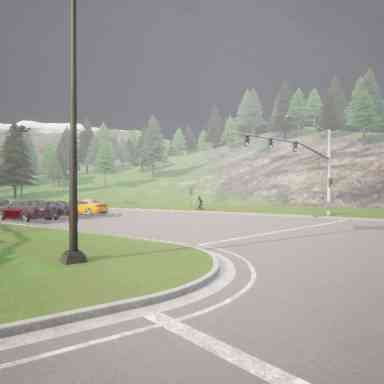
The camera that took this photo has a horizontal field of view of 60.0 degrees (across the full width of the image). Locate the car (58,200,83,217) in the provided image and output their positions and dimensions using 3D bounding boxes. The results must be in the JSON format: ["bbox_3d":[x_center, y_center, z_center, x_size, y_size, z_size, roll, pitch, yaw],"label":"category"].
[{"bbox_3d":[-12.273,1.526,29.410,4.674,1.442,1.812,0,0,29],"label":"car"}]

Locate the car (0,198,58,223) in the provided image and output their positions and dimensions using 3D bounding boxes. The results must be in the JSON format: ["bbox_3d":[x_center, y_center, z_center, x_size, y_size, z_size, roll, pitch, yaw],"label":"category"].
[{"bbox_3d":[-12.962,1.352,25.715,4.553,1.767,2.097,0,0,30],"label":"car"}]

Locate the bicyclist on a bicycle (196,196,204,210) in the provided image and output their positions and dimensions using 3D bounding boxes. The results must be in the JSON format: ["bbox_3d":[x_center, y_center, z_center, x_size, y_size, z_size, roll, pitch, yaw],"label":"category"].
[{"bbox_3d":[0.900,1.302,38.405,0.582,1.620,1.656,0,0,34],"label":"bicyclist on a bicycle"}]

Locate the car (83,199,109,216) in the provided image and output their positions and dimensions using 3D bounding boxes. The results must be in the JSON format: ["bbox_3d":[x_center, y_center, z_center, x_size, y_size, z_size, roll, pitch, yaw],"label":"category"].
[{"bbox_3d":[-10.385,1.477,32.350,5.008,1.535,1.882,0,-1,29],"label":"car"}]

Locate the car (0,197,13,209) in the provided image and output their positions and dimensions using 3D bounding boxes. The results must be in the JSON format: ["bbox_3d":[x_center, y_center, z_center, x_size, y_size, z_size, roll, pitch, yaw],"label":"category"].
[{"bbox_3d":[-27.077,1.492,44.776,4.902,1.511,2.128,0,0,7],"label":"car"}]
